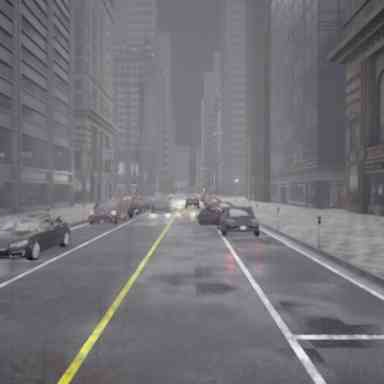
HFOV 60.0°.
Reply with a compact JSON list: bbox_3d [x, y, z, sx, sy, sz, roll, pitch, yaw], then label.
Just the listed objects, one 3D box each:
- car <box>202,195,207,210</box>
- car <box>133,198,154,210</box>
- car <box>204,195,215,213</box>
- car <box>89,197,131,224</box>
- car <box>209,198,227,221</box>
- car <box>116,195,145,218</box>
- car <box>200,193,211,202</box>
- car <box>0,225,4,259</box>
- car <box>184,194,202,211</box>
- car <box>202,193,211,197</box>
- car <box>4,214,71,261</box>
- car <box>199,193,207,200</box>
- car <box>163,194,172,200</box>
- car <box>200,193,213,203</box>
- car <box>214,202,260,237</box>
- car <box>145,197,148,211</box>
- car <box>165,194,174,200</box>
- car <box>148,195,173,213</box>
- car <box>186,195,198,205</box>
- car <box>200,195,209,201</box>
[{"bbox_3d":[2.745,1.395,45.755,1.802,1.307,4.206,0,0,0],"label":"car"},{"bbox_3d":[-5.778,1.399,40.110,1.947,1.339,4.313,0,0,0],"label":"car"},{"bbox_3d":[2.747,1.416,40.119,1.802,1.307,4.206,0,0,0],"label":"car"},{"bbox_3d":[-5.773,1.342,23.199,1.967,1.590,4.097,0,0,0],"label":"car"},{"bbox_3d":[2.751,1.462,28.846,1.802,1.307,4.206,0,0,0],"label":"car"},{"bbox_3d":[-5.775,1.194,28.836,2.192,1.841,5.009,0,0,0],"label":"car"},{"bbox_3d":[2.736,1.049,68.298,2.192,1.841,5.009,0,0,0],"label":"car"},{"bbox_3d":[-5.767,1.498,6.121,1.752,1.417,4.829,0,0,0],"label":"car"},{"bbox_3d":[0.050,1.326,43.205,1.837,1.490,4.892,0,0,0],"label":"car"},{"bbox_3d":[2.743,1.232,51.391,1.967,1.590,4.097,0,0,0],"label":"car"},{"bbox_3d":[-5.769,1.499,11.927,2.008,1.369,4.403,0,0,0],"label":"car"},{"bbox_3d":[2.731,1.122,85.207,1.967,1.590,4.097,0,0,0],"label":"car"},{"bbox_3d":[-5.791,1.264,79.566,1.947,1.339,4.313,0,0,0],"label":"car"},{"bbox_3d":[2.738,1.067,62.662,2.192,1.841,5.009,0,0,0],"label":"car"},{"bbox_3d":[2.347,1.451,17.544,1.812,1.442,4.674,0,0,0],"label":"car"},{"bbox_3d":[-5.776,1.422,34.474,1.947,1.339,4.313,0,0,0],"label":"car"},{"bbox_3d":[-5.793,1.232,85.203,2.008,1.369,4.403,0,0,0],"label":"car"},{"bbox_3d":[-3.107,1.361,34.401,1.837,1.490,4.892,0,0,0],"label":"car"},{"bbox_3d":[-0.017,1.288,53.609,1.837,1.490,4.892,0,0,0],"label":"car"},{"bbox_3d":[2.735,1.282,73.935,1.947,1.339,4.313,0,0,0],"label":"car"}]
